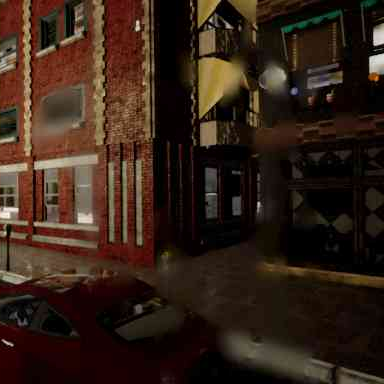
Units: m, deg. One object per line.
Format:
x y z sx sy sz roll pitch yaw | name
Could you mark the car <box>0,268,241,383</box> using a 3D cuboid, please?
-1.472 1.583 3.899 4.206 1.307 1.802 0 -1 36 | car
